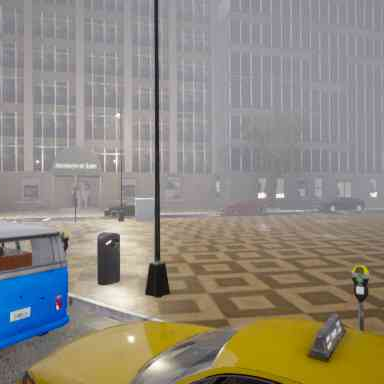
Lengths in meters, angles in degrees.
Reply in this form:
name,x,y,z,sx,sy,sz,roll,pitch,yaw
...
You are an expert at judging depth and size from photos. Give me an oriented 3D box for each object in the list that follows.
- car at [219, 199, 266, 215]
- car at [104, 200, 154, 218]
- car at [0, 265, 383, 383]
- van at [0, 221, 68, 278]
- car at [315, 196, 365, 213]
name,x,y,z,sx,sy,sz,roll,pitch,yaw
car,4.553,1.320,29.924,4.181,1.385,1.994,0,0,-14
car,-5.161,1.396,27.499,4.181,1.385,1.994,0,0,-14
car,0.649,1.526,2.263,4.829,1.417,1.752,0,0,35
van,-3.722,1.343,5.372,3.998,1.788,1.690,0,0,35
car,14.412,1.191,32.367,4.892,1.490,1.837,0,0,-14
